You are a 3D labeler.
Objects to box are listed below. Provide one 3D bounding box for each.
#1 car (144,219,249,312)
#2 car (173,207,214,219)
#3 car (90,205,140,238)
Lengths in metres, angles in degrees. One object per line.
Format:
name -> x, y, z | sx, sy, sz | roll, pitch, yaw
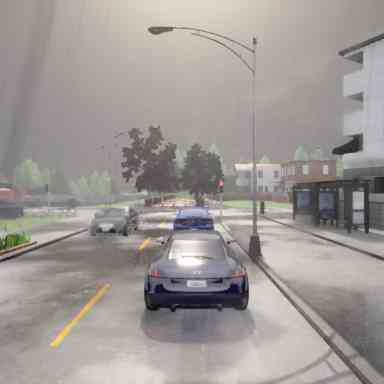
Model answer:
car -> 0.089, 1.564, 7.787 | 1.994, 1.385, 4.181 | 0, 0, 0
car -> 0.079, 1.478, 16.769 | 1.882, 1.535, 5.008 | 0, 0, 0
car -> -4.023, 1.492, 17.952 | 2.128, 1.511, 4.902 | 0, 0, 0
